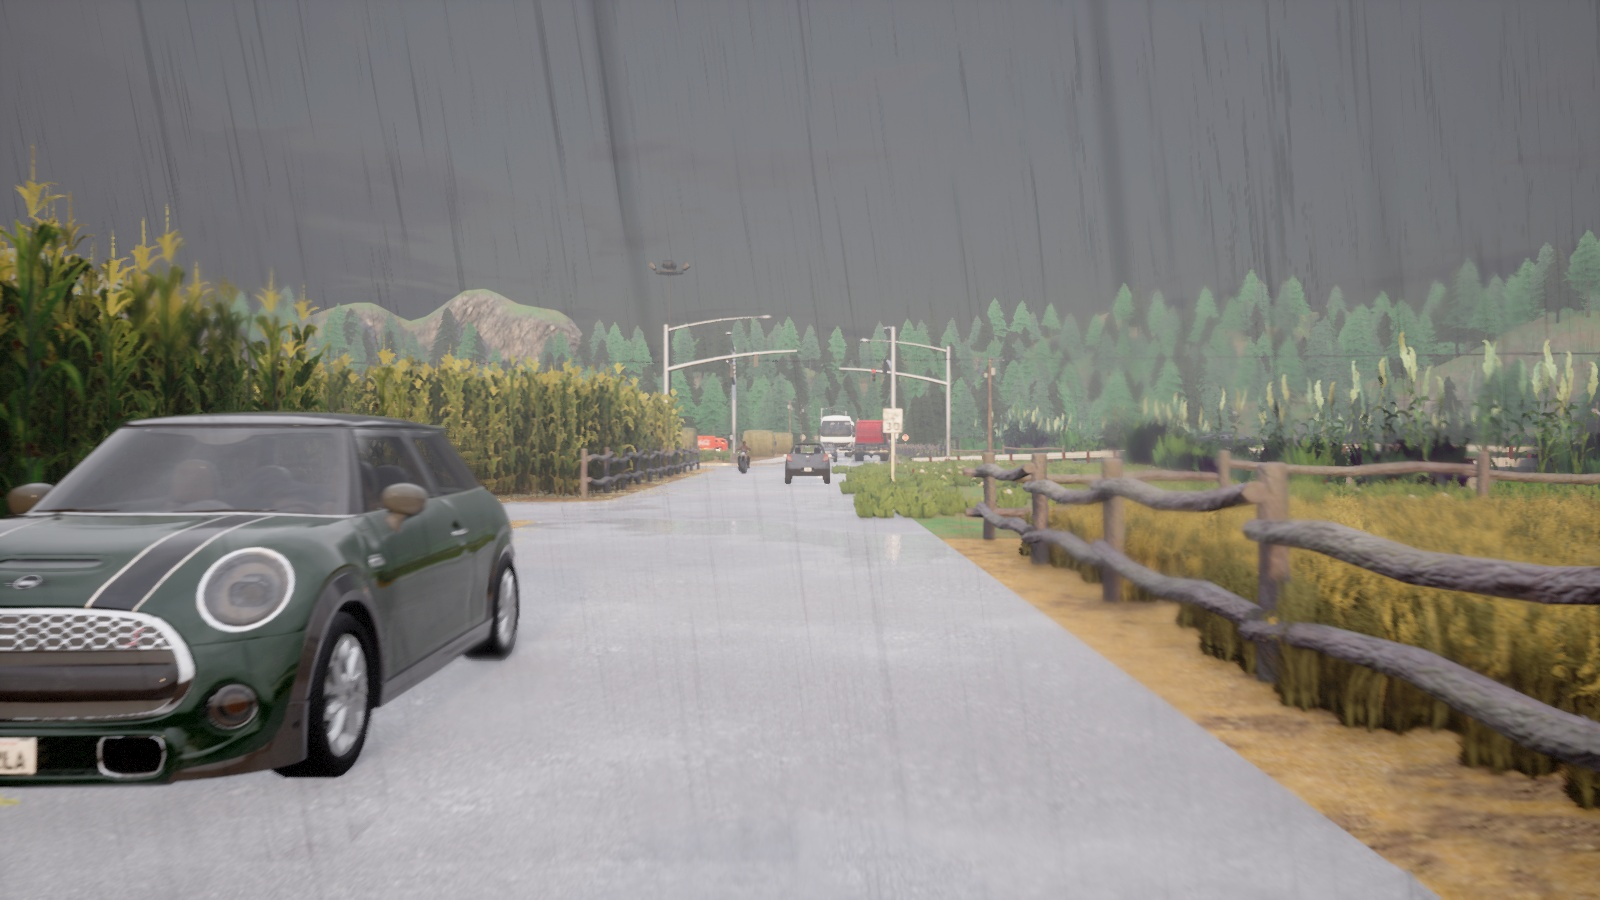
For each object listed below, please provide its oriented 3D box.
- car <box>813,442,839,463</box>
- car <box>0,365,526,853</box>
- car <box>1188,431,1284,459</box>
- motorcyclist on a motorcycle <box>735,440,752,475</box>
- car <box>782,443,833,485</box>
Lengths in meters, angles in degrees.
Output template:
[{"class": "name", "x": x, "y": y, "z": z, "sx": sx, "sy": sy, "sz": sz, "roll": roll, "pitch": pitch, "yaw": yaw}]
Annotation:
[{"class": "car", "x": 1.977, "y": 0.160, "z": 95.048, "sx": 1.789, "sy": 1.549, "sz": 3.705, "roll": 0, "pitch": 0, "yaw": 3}, {"class": "car", "x": -3.046, "y": 0.564, "z": 6.827, "sx": 2.097, "sy": 1.767, "sz": 4.553, "roll": 0, "pitch": 0, "yaw": 0}, {"class": "car", "x": 25.577, "y": -0.298, "z": 73.752, "sx": 5.008, "sy": 1.535, "sz": 1.882, "roll": -1, "pitch": 0, "yaw": 7}, {"class": "motorcyclist on a motorcycle", "x": -2.749, "y": 0.352, "z": 61.171, "sx": 0.766, "sy": 1.649, "sz": 2.350, "roll": 0, "pitch": 0, "yaw": 0}, {"class": "car", "x": 0.283, "y": 0.497, "z": 47.080, "sx": 1.845, "sy": 1.501, "sz": 3.633, "roll": 0, "pitch": 0, "yaw": 0}]
